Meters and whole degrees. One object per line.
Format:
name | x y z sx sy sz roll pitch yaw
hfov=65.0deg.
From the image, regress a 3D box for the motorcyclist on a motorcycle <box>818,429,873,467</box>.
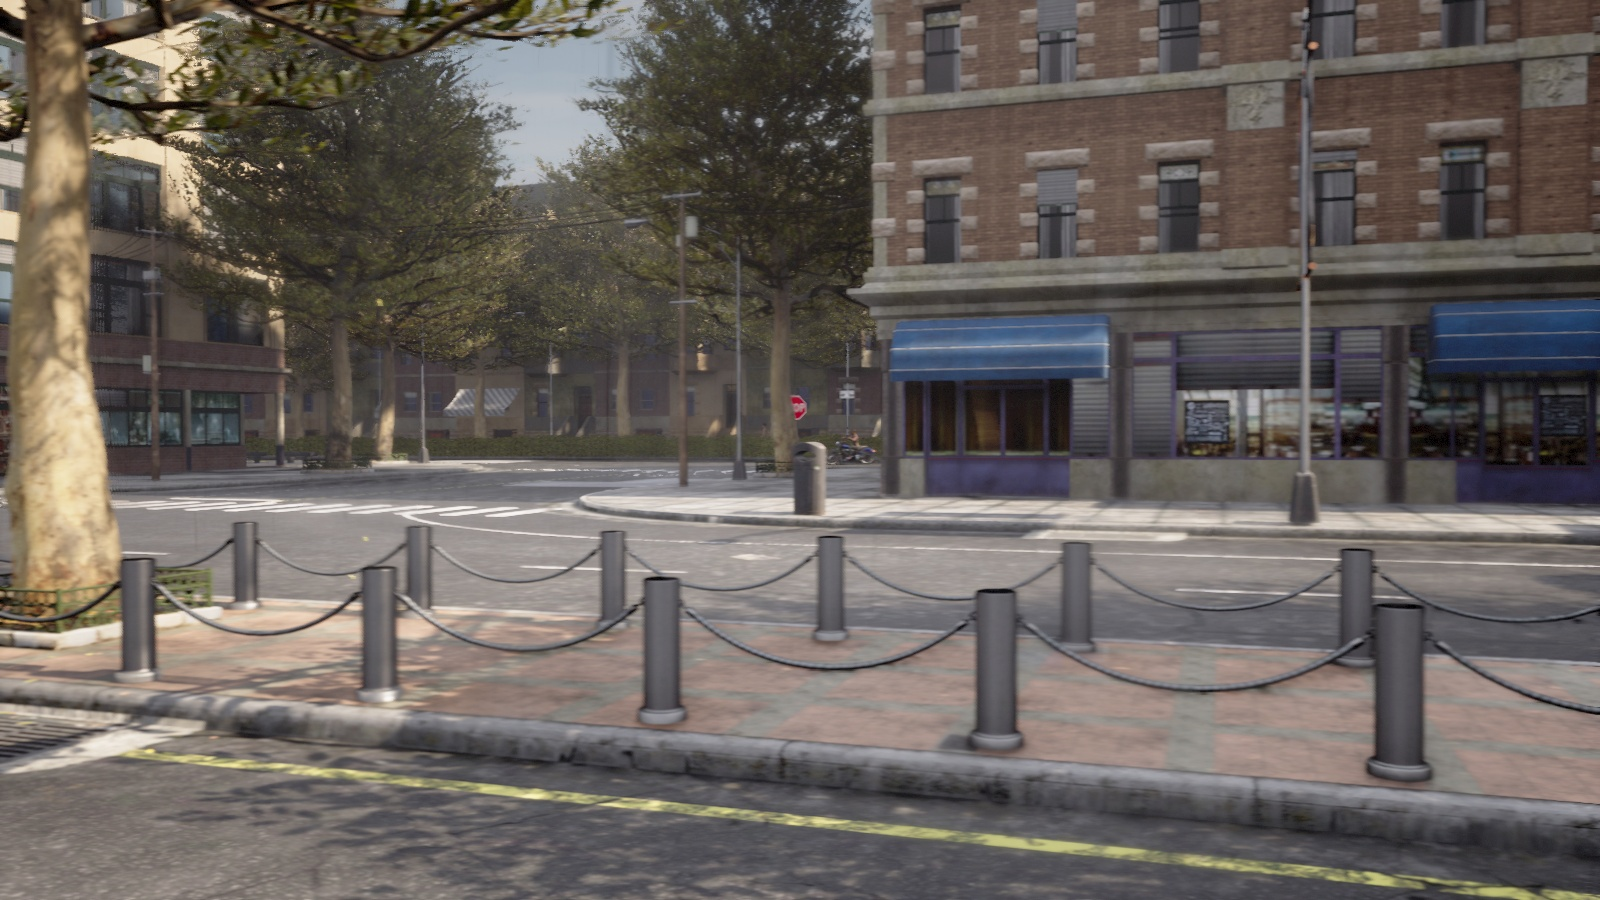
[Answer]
motorcyclist on a motorcycle | 2.017 -0.108 55.723 2.350 1.649 0.766 0 2 -12
